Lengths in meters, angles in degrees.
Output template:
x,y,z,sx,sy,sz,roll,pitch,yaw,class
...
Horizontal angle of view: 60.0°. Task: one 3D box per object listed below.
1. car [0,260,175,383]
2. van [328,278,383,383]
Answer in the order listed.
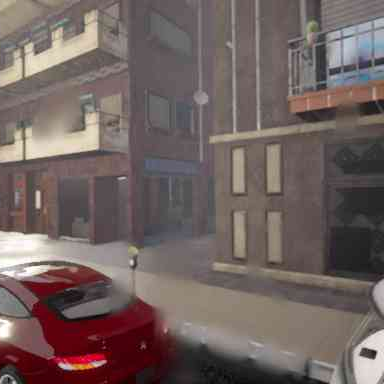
x,y,z,sx,sy,sz,roll,pitch,yaw,class
-2.123,1.580,4.364,4.206,1.307,1.802,0,-1,36,car
2.495,1.342,1.072,3.998,1.788,1.690,0,-1,36,van
